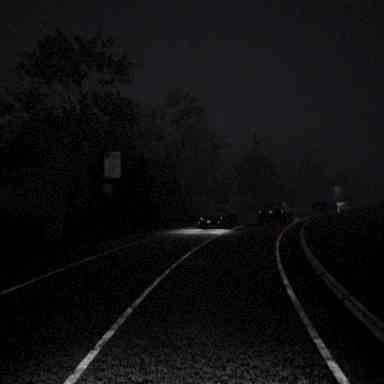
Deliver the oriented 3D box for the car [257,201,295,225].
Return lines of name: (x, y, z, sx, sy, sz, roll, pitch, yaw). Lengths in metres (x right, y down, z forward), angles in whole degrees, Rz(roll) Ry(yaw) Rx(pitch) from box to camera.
car: (6.413, 1.451, 25.234, 2.097, 1.767, 4.553, -2, -1, 25)

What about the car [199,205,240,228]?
car: (2.043, 1.715, 24.045, 1.837, 1.490, 4.892, -3, -1, 24)

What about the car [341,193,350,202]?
car: (25.667, 0.984, 56.965, 2.128, 1.511, 4.902, -4, -1, 41)

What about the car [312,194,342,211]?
car: (15.921, 1.433, 39.869, 1.882, 1.535, 5.008, -4, -1, 38)
